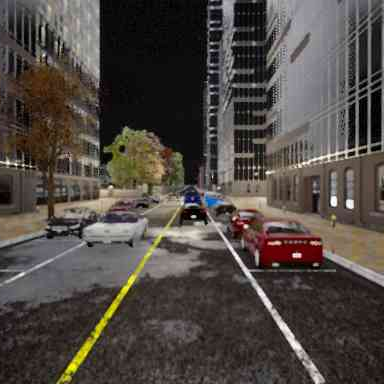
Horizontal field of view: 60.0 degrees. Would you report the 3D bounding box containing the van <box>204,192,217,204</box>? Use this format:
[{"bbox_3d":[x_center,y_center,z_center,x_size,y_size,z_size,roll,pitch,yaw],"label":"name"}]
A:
[{"bbox_3d":[2.761,0.908,50.639,1.690,1.788,3.998,0,1,0],"label":"van"}]

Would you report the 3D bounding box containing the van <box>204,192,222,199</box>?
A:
[{"bbox_3d":[2.683,1.034,39.243,1.690,1.788,3.998,0,1,0],"label":"van"}]

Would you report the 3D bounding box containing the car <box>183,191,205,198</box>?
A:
[{"bbox_3d":[0.087,0.900,40.814,2.150,2.045,5.566,0,1,0],"label":"car"}]

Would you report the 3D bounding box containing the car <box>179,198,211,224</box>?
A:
[{"bbox_3d":[0.091,1.365,23.069,1.812,1.442,4.674,0,0,0],"label":"car"}]

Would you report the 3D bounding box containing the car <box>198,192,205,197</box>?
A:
[{"bbox_3d":[2.667,0.635,94.445,1.947,1.339,4.313,0,1,0],"label":"car"}]

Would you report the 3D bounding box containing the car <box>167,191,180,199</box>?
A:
[{"bbox_3d":[-3.015,0.665,55.505,1.837,1.490,4.892,0,1,0],"label":"car"}]

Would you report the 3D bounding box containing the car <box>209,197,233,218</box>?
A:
[{"bbox_3d":[2.683,1.352,27.841,2.008,1.369,4.403,0,0,0],"label":"car"}]

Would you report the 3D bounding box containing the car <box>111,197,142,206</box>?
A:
[{"bbox_3d":[-5.698,1.345,27.839,1.887,1.381,4.507,0,0,0],"label":"car"}]

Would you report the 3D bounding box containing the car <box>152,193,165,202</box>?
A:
[{"bbox_3d":[-5.832,1.009,57.871,1.752,1.417,4.829,0,1,0],"label":"car"}]

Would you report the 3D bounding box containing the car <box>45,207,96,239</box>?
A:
[{"bbox_3d":[-5.695,1.437,16.438,2.008,1.369,4.403,0,0,0],"label":"car"}]

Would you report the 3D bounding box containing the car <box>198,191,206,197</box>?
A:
[{"bbox_3d":[2.670,0.574,88.764,1.967,1.590,4.097,0,1,0],"label":"car"}]

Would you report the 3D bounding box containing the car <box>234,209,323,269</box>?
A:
[{"bbox_3d":[2.687,1.471,10.742,1.887,1.381,4.507,0,0,0],"label":"car"}]

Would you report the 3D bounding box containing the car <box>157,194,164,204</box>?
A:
[{"bbox_3d":[-5.782,1.132,50.638,1.947,1.339,4.313,0,1,0],"label":"car"}]

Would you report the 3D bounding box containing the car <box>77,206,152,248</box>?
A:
[{"bbox_3d":[-3.104,1.501,14.391,1.895,1.301,4.718,0,0,0],"label":"car"}]

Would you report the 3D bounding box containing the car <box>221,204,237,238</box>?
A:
[{"bbox_3d":[2.685,1.469,16.440,1.802,1.307,4.206,0,0,0],"label":"car"}]

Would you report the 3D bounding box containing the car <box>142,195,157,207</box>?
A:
[{"bbox_3d":[-5.700,1.258,39.243,1.947,1.339,4.313,0,1,0],"label":"car"}]
